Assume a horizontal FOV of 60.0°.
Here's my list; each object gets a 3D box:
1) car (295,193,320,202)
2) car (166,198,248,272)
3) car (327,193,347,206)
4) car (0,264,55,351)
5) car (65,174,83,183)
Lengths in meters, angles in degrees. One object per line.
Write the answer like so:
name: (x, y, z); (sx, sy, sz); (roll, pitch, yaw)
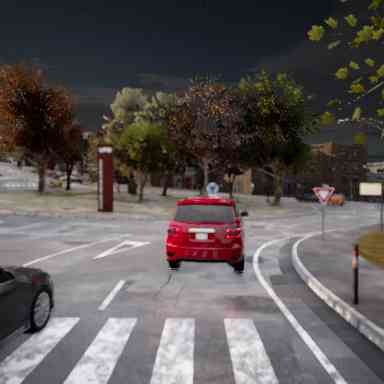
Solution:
car: (19.768, 0.919, 55.939); (2.033, 1.411, 5.357); (-1, 2, -21)
car: (0.660, 1.204, 11.026); (2.150, 2.045, 5.566); (0, 0, 9)
car: (20.667, 0.941, 47.403); (2.097, 1.767, 4.553); (1, 2, 32)
car: (-3.345, 1.504, 3.933); (1.837, 1.490, 4.892); (0, 0, 1)
car: (-30.911, -3.365, 90.011); (2.231, 1.521, 4.892); (7, 6, 29)
